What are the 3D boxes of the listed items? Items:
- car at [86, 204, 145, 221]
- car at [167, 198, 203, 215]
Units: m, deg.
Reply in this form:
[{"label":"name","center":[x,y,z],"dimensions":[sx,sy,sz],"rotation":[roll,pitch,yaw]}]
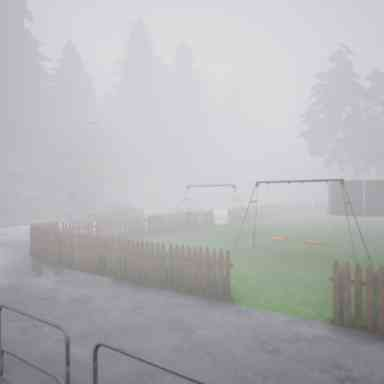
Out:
[{"label":"car","center":[-6.468,1.707,28.743],"dimensions":[2.033,1.411,5.357],"rotation":[-1,0,35]},{"label":"car","center":[-0.703,1.511,36.844],"dimensions":[2.097,1.767,4.553],"rotation":[-1,0,36]}]
